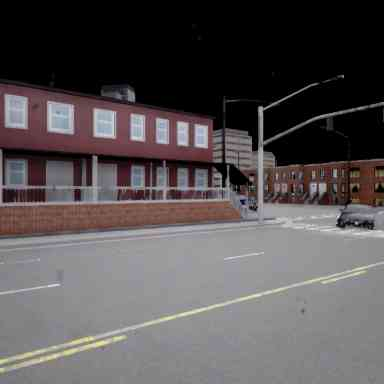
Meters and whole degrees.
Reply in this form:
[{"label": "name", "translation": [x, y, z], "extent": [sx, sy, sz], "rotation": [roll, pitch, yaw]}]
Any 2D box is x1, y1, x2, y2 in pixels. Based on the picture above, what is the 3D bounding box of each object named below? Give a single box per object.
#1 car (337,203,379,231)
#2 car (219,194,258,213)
[{"label": "car", "translation": [10.536, 1.506, 21.045], "extent": [1.837, 1.490, 4.892], "rotation": [4, 2, 28]}, {"label": "car", "translation": [5.217, 1.221, 37.773], "extent": [2.150, 2.045, 5.566], "rotation": [0, 0, -36]}]
